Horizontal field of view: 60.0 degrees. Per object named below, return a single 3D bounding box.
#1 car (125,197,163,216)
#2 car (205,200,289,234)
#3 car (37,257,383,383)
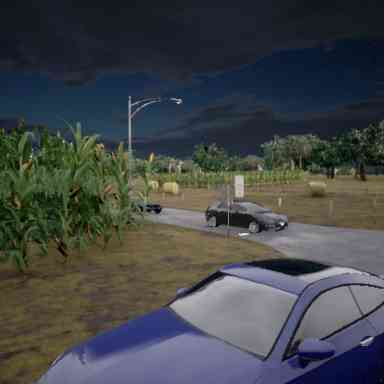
[{"bbox_3d":[-4.184,1.086,26.652,1.895,1.301,4.718,-1,2,-35],"label":"car"},{"bbox_3d":[2.688,1.205,17.305,1.837,1.490,4.892,-1,2,-39],"label":"car"},{"bbox_3d":[0.858,1.524,3.561,4.674,1.442,1.812,0,0,-36],"label":"car"}]
